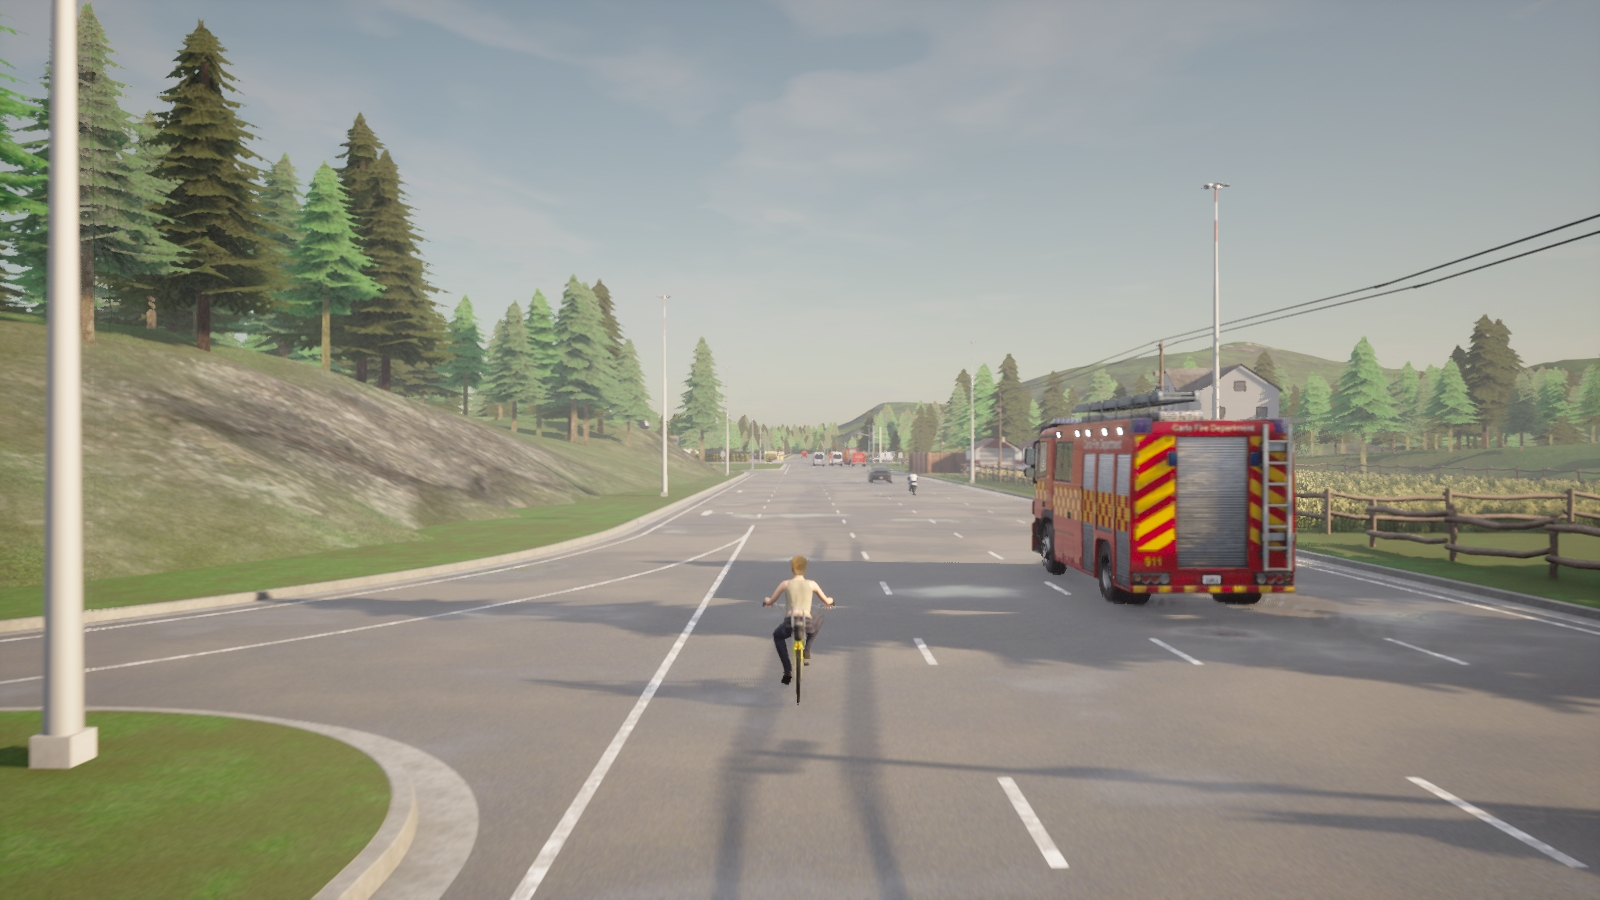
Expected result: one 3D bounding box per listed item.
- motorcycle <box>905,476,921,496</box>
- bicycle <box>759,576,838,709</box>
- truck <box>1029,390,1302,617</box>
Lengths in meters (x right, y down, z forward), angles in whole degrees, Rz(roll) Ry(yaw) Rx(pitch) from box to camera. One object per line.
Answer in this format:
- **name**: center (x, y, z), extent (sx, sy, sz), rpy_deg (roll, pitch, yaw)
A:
- **motorcycle**: center (6.999, 2.235, 70.736), extent (0.803, 1.199, 2.033), rpy_deg (0, 0, 0)
- **bicycle**: center (-0.015, 2.168, 13.129), extent (0.859, 1.276, 1.487), rpy_deg (0, 0, 0)
- **truck**: center (7.005, 0.907, 23.477), extent (2.891, 3.827, 8.468), rpy_deg (0, 0, 0)
